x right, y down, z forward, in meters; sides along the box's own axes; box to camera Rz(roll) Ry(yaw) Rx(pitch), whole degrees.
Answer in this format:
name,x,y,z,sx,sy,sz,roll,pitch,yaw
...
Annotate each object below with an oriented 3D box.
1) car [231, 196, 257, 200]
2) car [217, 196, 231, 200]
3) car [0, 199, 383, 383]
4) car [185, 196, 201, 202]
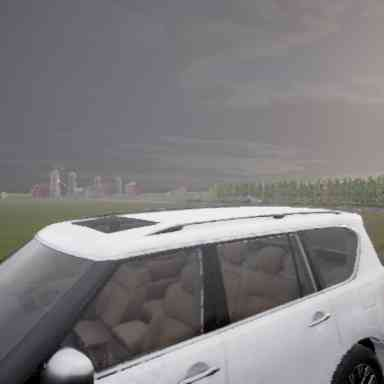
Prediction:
name,x,y,z,sx,sy,sz,roll,pitch,yaw
car,8.966,1.358,52.730,2.128,1.511,4.902,-1,0,-34
car,6.398,1.484,61.584,1.994,1.385,4.181,-1,0,-34
car,-0.470,1.207,2.734,5.566,2.045,2.150,-1,1,-35
car,0.167,1.457,70.596,1.994,1.385,4.181,-1,0,-34
